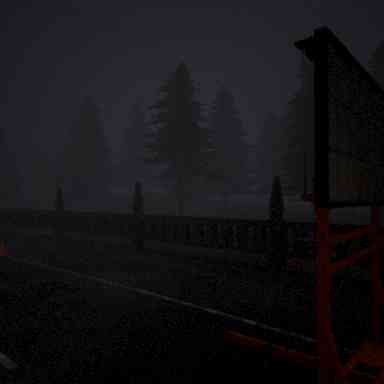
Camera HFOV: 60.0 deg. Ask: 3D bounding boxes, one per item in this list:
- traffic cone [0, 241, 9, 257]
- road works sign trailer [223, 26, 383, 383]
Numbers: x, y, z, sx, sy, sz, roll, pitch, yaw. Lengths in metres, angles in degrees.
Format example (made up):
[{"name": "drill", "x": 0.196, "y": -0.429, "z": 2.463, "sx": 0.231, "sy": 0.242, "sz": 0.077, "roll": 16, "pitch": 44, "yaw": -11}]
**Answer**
[{"name": "traffic cone", "x": -7.382, "y": 2.196, "z": 13.014, "sx": 0.340, "sy": 0.580, "sz": 0.340, "roll": -1, "pitch": -1, "yaw": 41}, {"name": "road works sign trailer", "x": 1.514, "y": 0.534, "z": 3.443, "sx": 2.880, "sy": 3.560, "sz": 2.380, "roll": -1, "pitch": -1, "yaw": 41}]
